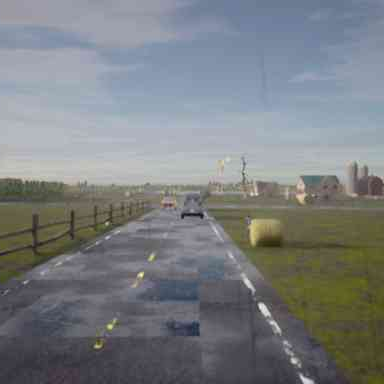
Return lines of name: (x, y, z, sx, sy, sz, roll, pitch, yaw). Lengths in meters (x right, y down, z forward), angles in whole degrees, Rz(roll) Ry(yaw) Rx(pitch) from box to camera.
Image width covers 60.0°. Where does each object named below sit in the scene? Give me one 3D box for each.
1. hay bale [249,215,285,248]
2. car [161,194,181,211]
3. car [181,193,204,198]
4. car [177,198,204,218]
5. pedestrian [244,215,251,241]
hay bale: (3.129, 1.637, 14.000, 1.220, 1.180, 1.240, 1, 1, 0)
car: (-2.763, 1.345, 40.931, 1.882, 1.535, 5.008, 0, 0, 0)
car: (0.291, 1.170, 41.545, 2.150, 2.045, 5.566, 0, 0, 4)
car: (0.043, 1.526, 29.251, 1.994, 1.385, 4.181, 0, 0, 1)
pedestrian: (2.666, 1.567, 15.141, 0.375, 1.300, 0.375, -1, 1, 3)
